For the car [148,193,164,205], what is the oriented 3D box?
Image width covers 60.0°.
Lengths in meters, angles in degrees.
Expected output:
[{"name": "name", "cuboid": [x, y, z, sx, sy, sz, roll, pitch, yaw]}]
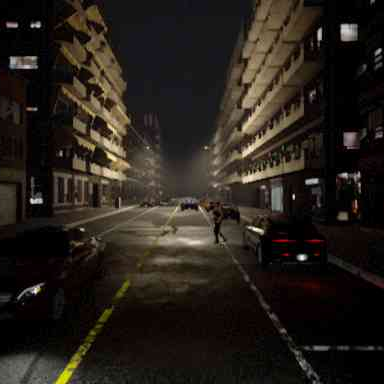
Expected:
[{"name": "car", "cuboid": [-6.224, 1.160, 57.564, 2.192, 1.841, 5.009, 1, 0, -1]}]

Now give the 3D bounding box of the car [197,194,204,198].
[{"name": "car", "cuboid": [2.152, 1.428, 57.604, 1.802, 1.307, 4.206, 1, 0, -1]}]

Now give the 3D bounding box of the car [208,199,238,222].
[{"name": "car", "cuboid": [2.472, 1.485, 24.179, 2.008, 1.369, 4.403, 1, 0, -1]}]

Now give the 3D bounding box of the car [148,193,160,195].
[{"name": "car", "cuboid": [-6.170, 1.175, 51.992, 2.192, 1.841, 5.009, 1, 0, -1]}]

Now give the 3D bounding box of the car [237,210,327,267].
[{"name": "car", "cuboid": [2.895, 1.475, 11.234, 1.837, 1.490, 4.892, 0, 0, -1]}]

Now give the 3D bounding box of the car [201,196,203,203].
[{"name": "car", "cuboid": [2.312, 1.472, 40.892, 1.802, 1.307, 4.206, 1, 0, -1]}]

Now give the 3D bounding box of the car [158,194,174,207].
[{"name": "car", "cuboid": [-3.541, 1.377, 47.260, 1.837, 1.490, 4.892, 0, 0, 0]}]

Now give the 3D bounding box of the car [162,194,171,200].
[{"name": "car", "cuboid": [-6.491, 1.298, 85.248, 1.752, 1.417, 4.829, 1, 0, -1]}]

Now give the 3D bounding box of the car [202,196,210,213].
[{"name": "car", "cuboid": [2.364, 1.430, 35.490, 1.752, 1.417, 4.829, 1, 0, -1]}]

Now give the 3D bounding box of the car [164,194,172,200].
[{"name": "car", "cuboid": [-6.547, 1.323, 90.989, 1.947, 1.339, 4.313, 1, 0, -1]}]

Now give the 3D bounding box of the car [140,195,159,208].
[{"name": "car", "cuboid": [-6.121, 1.441, 46.422, 1.947, 1.339, 4.313, 1, 0, -1]}]

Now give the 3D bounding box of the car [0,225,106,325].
[{"name": "car", "cuboid": [-3.180, 1.505, 7.197, 1.812, 1.442, 4.674, 0, 0, 0]}]

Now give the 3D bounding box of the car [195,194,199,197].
[{"name": "car", "cuboid": [-0.452, 1.418, 48.161, 2.033, 1.411, 5.357, 0, 0, -1]}]

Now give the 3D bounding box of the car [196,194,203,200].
[{"name": "car", "cuboid": [1.893, 1.298, 85.629, 1.752, 1.417, 4.829, 1, 0, -1]}]

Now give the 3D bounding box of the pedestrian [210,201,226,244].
[{"name": "pedestrian", "cuboid": [1.104, 1.256, 14.021, 0.375, 1.860, 0.375, 1, -1, -6]}]

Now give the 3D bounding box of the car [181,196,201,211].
[{"name": "car", "cuboid": [-0.275, 1.498, 37.992, 1.895, 1.301, 4.718, 0, 0, 0]}]
